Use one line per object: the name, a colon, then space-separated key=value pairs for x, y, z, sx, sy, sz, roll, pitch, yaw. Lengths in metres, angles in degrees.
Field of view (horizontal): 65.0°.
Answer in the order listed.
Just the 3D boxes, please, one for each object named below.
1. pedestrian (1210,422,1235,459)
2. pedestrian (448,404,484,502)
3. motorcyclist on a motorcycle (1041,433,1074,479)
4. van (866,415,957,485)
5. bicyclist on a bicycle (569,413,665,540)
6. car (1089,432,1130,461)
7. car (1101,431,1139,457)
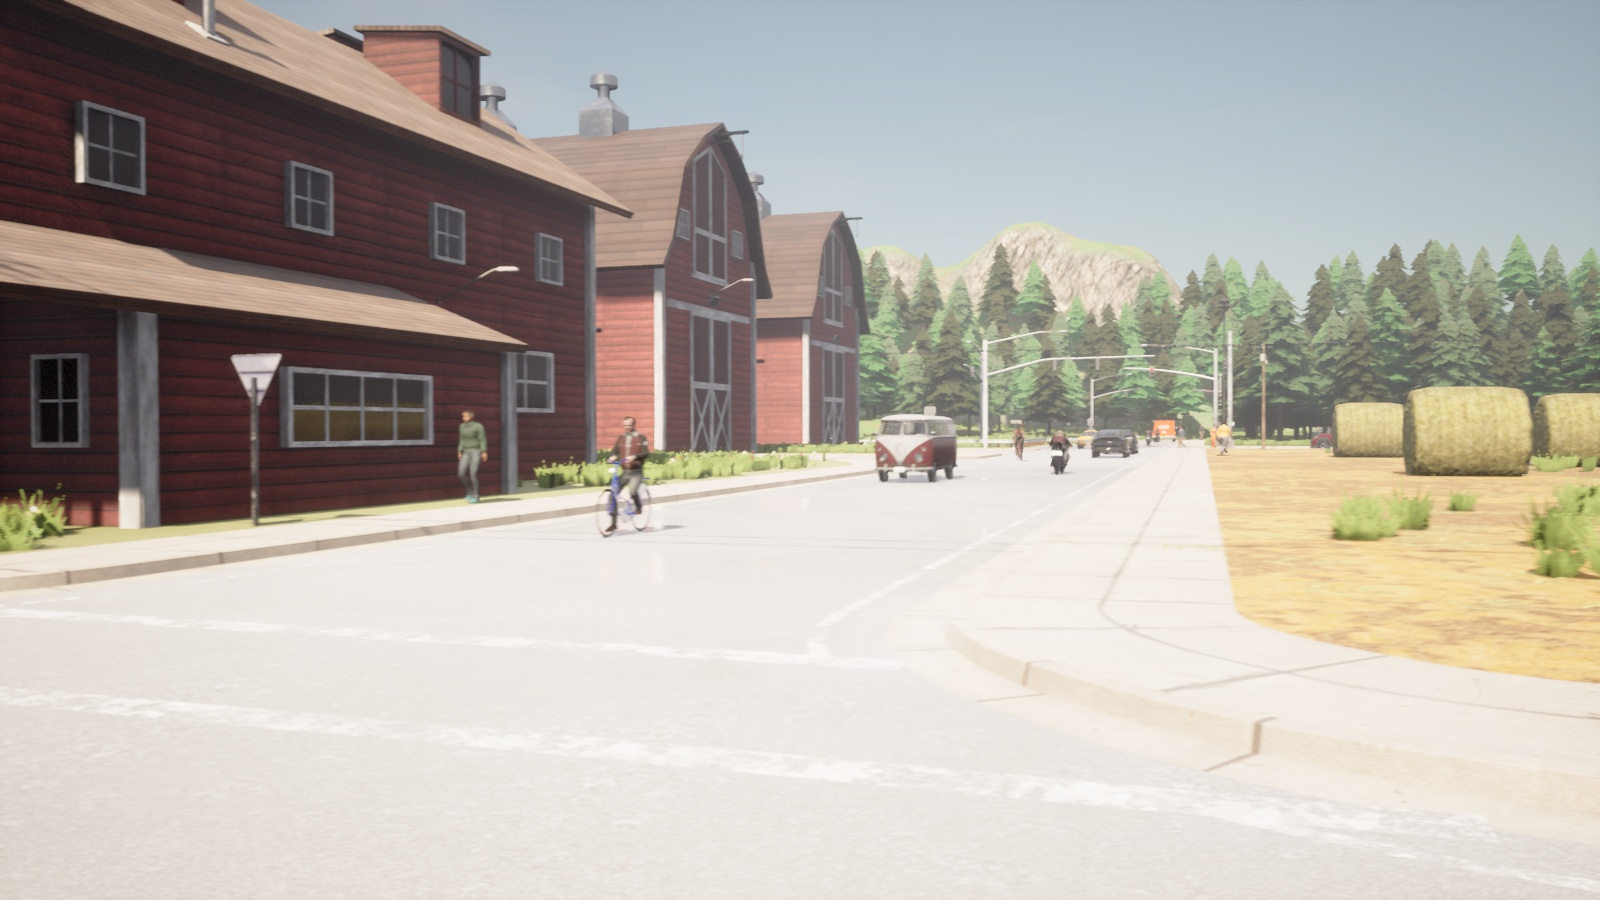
pedestrian: x=21.280 y=-0.476 z=63.230 sx=0.874 sy=1.855 sz=0.900 roll=1 pitch=1 yaw=41
pedestrian: x=-6.375 y=0.054 z=23.966 sx=0.353 sy=1.847 sz=0.614 roll=1 pitch=1 yaw=22
motorcyclist on a motorcycle: x=8.885 y=0.175 z=43.278 sx=0.866 sy=1.530 sz=2.191 roll=1 pitch=1 yaw=18
van: x=3.413 y=-0.038 z=37.654 sx=1.775 sy=1.987 sz=4.442 roll=1 pitch=1 yaw=18
bicyclist on a bicycle: x=-2.682 y=0.362 z=18.604 sx=0.659 sy=1.776 sz=1.843 roll=1 pitch=1 yaw=18
car: x=16.726 y=-0.218 z=67.783 sx=1.837 sy=1.490 sz=4.892 roll=1 pitch=1 yaw=17
car: x=19.513 y=-0.409 z=76.495 sx=2.007 sy=1.525 sz=4.514 roll=1 pitch=1 yaw=18
